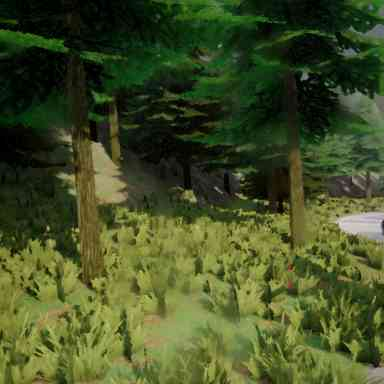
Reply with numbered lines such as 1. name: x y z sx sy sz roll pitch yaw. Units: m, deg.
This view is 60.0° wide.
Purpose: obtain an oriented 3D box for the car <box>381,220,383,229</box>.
1. car: 11.156 1.674 16.975 1.994 1.385 4.181 -3 -2 16
